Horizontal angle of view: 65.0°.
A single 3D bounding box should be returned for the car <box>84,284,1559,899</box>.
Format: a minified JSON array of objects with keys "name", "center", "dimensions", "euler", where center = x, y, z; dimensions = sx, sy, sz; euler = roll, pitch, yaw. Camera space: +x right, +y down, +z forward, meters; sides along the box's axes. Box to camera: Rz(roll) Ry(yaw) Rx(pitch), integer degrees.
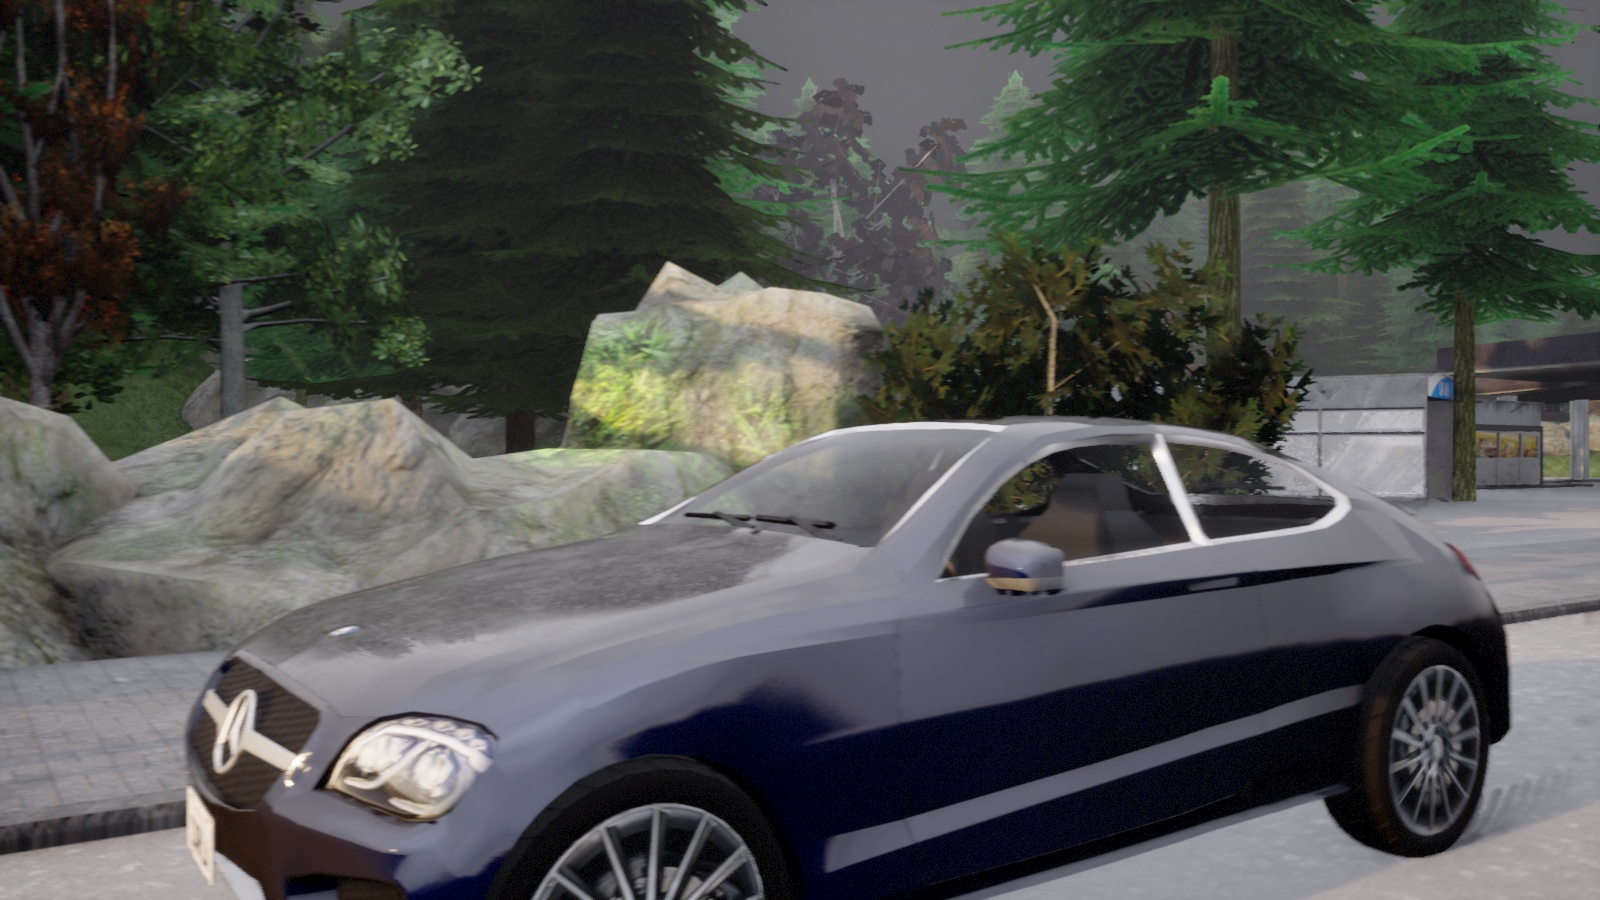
[{"name":"car","center":[0.400,0.534,4.547],"dimensions":[5.027,1.651,2.152],"euler":[0,0,-35]}]
